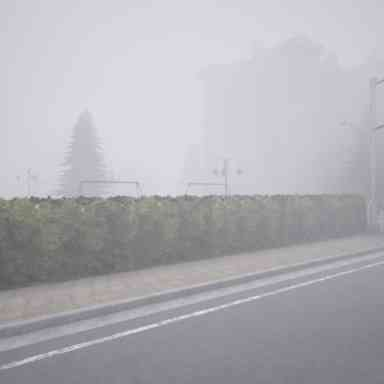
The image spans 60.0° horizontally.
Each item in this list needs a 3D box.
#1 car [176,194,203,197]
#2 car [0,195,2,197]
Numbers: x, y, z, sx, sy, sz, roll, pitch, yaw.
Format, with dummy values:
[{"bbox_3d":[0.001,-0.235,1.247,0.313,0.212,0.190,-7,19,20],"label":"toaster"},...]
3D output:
[{"bbox_3d":[0.105,1.203,36.854,2.150,2.045,5.566,0,0,-36],"label":"car"},{"bbox_3d":[-40.256,1.374,67.276,3.633,1.501,1.845,0,0,-37],"label":"car"}]
